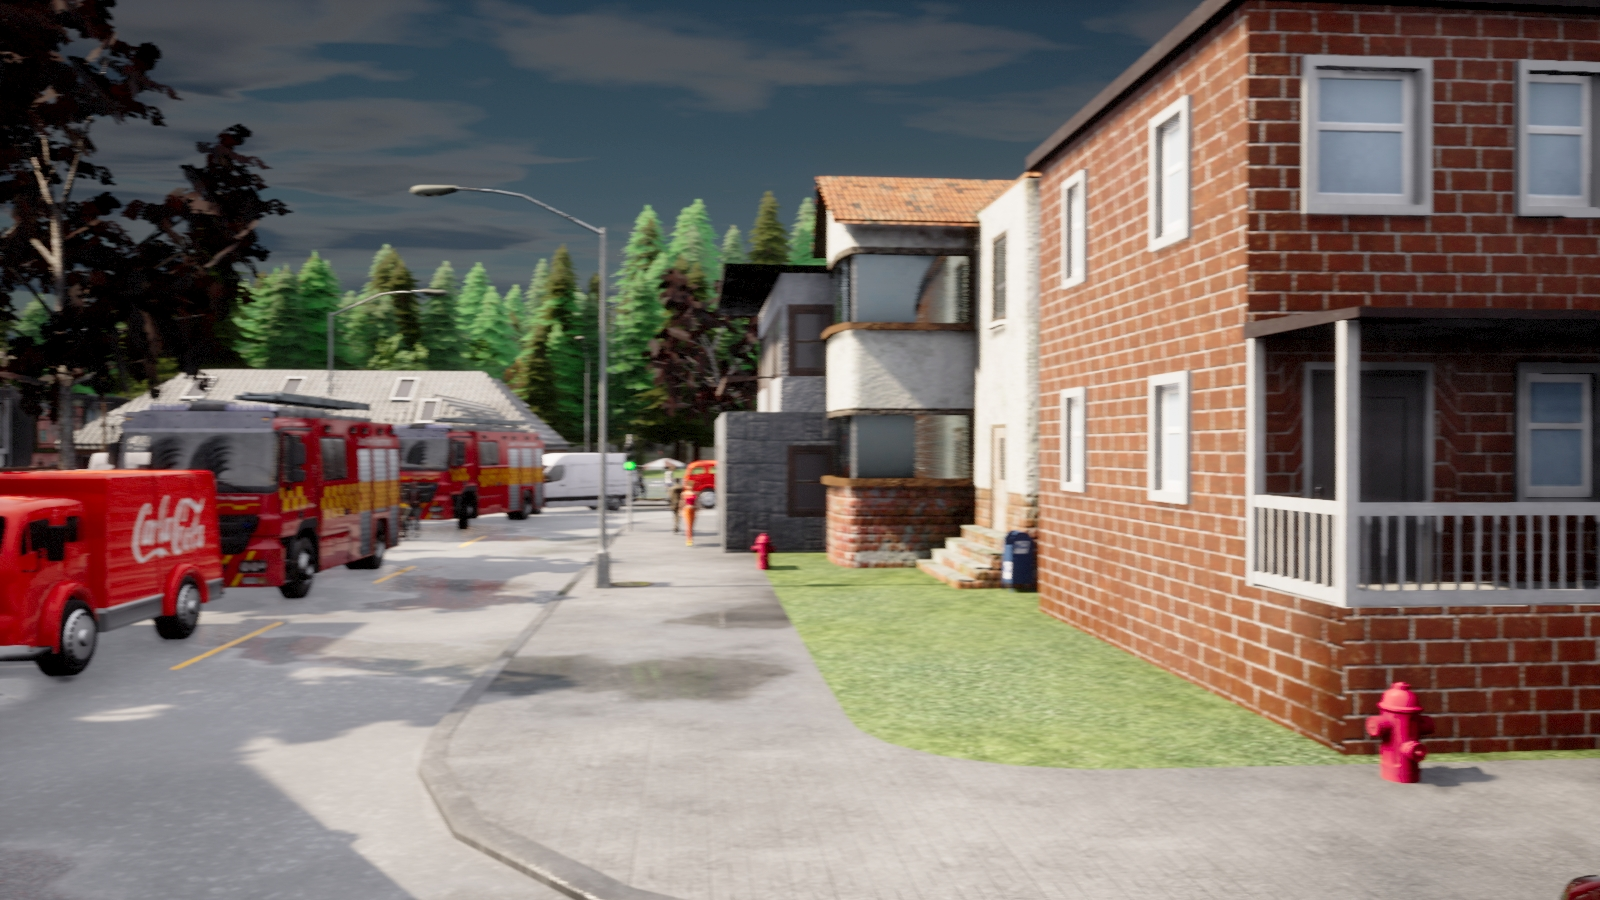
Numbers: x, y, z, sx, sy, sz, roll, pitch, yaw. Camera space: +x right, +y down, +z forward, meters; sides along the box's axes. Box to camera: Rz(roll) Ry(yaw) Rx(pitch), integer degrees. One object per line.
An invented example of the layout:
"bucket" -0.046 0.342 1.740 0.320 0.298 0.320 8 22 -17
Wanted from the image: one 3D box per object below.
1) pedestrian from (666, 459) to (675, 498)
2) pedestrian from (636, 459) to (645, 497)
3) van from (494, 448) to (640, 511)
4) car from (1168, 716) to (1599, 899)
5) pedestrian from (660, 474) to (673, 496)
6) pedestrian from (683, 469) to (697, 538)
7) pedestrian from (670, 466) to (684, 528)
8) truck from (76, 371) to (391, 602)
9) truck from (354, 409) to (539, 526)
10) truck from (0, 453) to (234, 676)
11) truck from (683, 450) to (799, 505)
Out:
"pedestrian" -6.341 1.396 55.976 0.375 1.860 0.375 0 0 -17
"pedestrian" -7.972 1.392 57.115 0.375 1.860 0.375 0 0 -21
"van" -10.001 1.194 49.399 5.915 2.561 1.988 0 0 -40
"car" 3.943 1.843 3.674 4.792 1.488 2.163 0 0 -5
"pedestrian" -6.692 1.774 57.453 0.500 1.100 0.500 0 0 17
"pedestrian" -2.986 1.446 31.101 0.375 1.860 0.375 0 0 -6
"pedestrian" -3.766 1.437 34.983 0.375 1.860 0.375 0 0 2
"truck" -10.970 0.601 23.329 2.891 3.827 8.468 0 0 -5
"truck" -12.558 0.560 41.600 2.891 3.827 8.468 0 0 10
"truck" -9.995 1.296 15.327 2.627 2.467 5.204 0 0 -5
"truck" -2.749 1.235 52.568 5.204 2.467 2.627 0 0 -6
